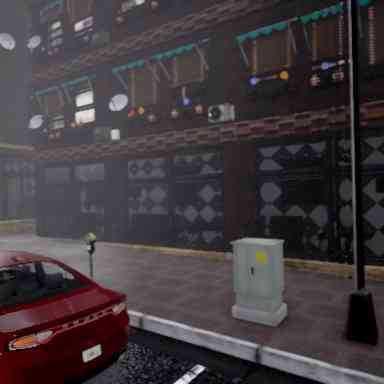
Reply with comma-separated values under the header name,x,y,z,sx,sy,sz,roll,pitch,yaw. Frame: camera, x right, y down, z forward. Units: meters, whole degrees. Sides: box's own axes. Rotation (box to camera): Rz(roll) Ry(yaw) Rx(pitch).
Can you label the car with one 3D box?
name,x,y,z,sx,sy,sz,roll,pitch,yaw
car,-2.891,1.507,4.630,4.507,1.381,1.887,0,-1,33
